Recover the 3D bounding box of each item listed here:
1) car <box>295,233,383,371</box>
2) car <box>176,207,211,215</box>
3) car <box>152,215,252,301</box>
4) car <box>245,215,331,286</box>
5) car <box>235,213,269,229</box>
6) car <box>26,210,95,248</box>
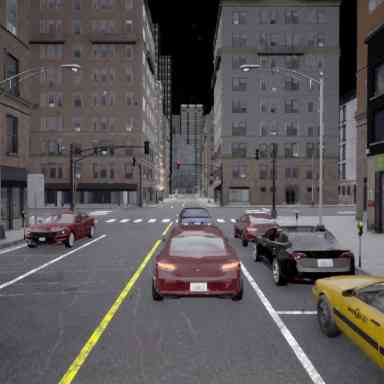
[{"bbox_3d":[2.868,1.524,3.825,1.752,1.417,4.829,-1,0,0],"label":"car"},{"bbox_3d":[0.141,1.542,18.231,2.033,1.411,5.357,0,0,-3],"label":"car"},{"bbox_3d":[0.103,1.524,8.210,1.812,1.442,4.674,0,0,0],"label":"car"},{"bbox_3d":[2.871,1.563,9.241,1.947,1.339,4.313,-1,0,0],"label":"car"},{"bbox_3d":[2.874,1.578,14.827,1.802,1.307,4.206,-1,0,0],"label":"car"},{"bbox_3d":[-5.671,1.540,14.828,1.887,1.381,4.507,-1,0,0],"label":"car"}]
